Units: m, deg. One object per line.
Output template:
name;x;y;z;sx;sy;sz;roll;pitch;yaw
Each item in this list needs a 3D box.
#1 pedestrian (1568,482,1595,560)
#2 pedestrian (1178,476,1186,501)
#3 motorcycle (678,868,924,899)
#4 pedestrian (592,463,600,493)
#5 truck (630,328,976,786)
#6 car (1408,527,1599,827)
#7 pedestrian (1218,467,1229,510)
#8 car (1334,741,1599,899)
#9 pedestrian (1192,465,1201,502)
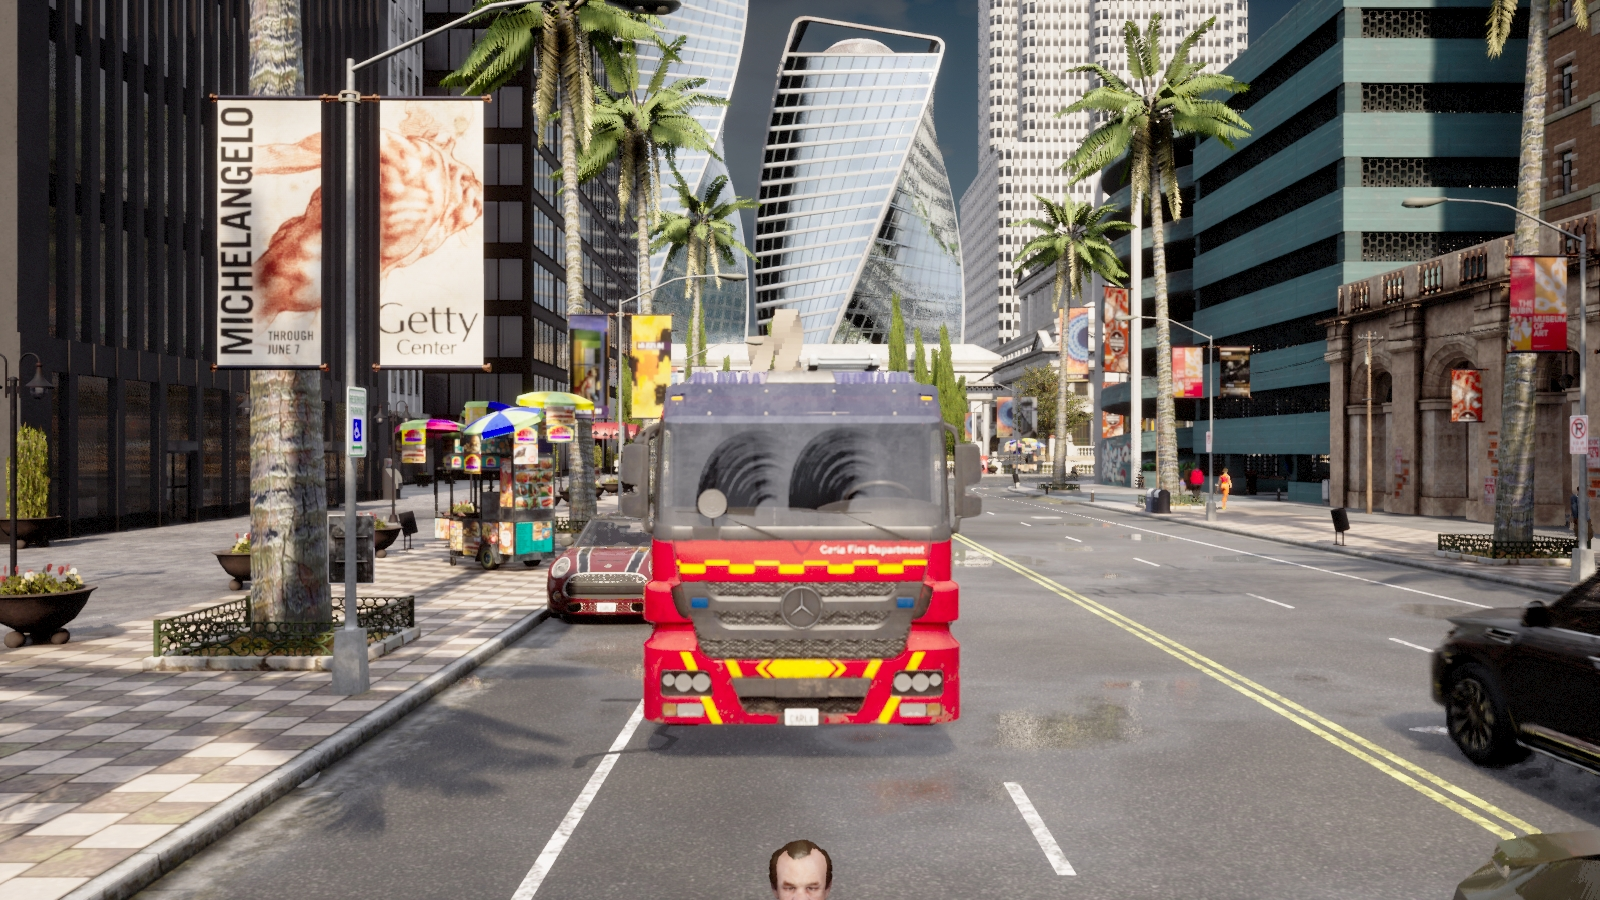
pedestrian;18.821;1.696;27.528;0.375;1.860;0.375;0;0;-9
pedestrian;19.573;1.976;58.548;0.375;1.300;0.375;0;0;10
motorcycle;0.003;2.182;3.373;0.856;1.236;1.805;0;0;0
pedestrian;-12.442;1.704;69.699;0.375;1.860;0.375;0;0;1
truck;0.021;0.890;13.767;2.891;3.827;8.468;0;0;0
car;7.022;1.780;8.406;2.150;2.045;5.566;0;0;0
pedestrian;18.679;1.696;50.380;0.375;1.860;0.375;0;0;36
car;3.504;2.059;2.663;2.231;1.480;4.892;0;0;0
pedestrian;20.192;1.698;58.169;0.375;1.860;0.375;0;0;9
